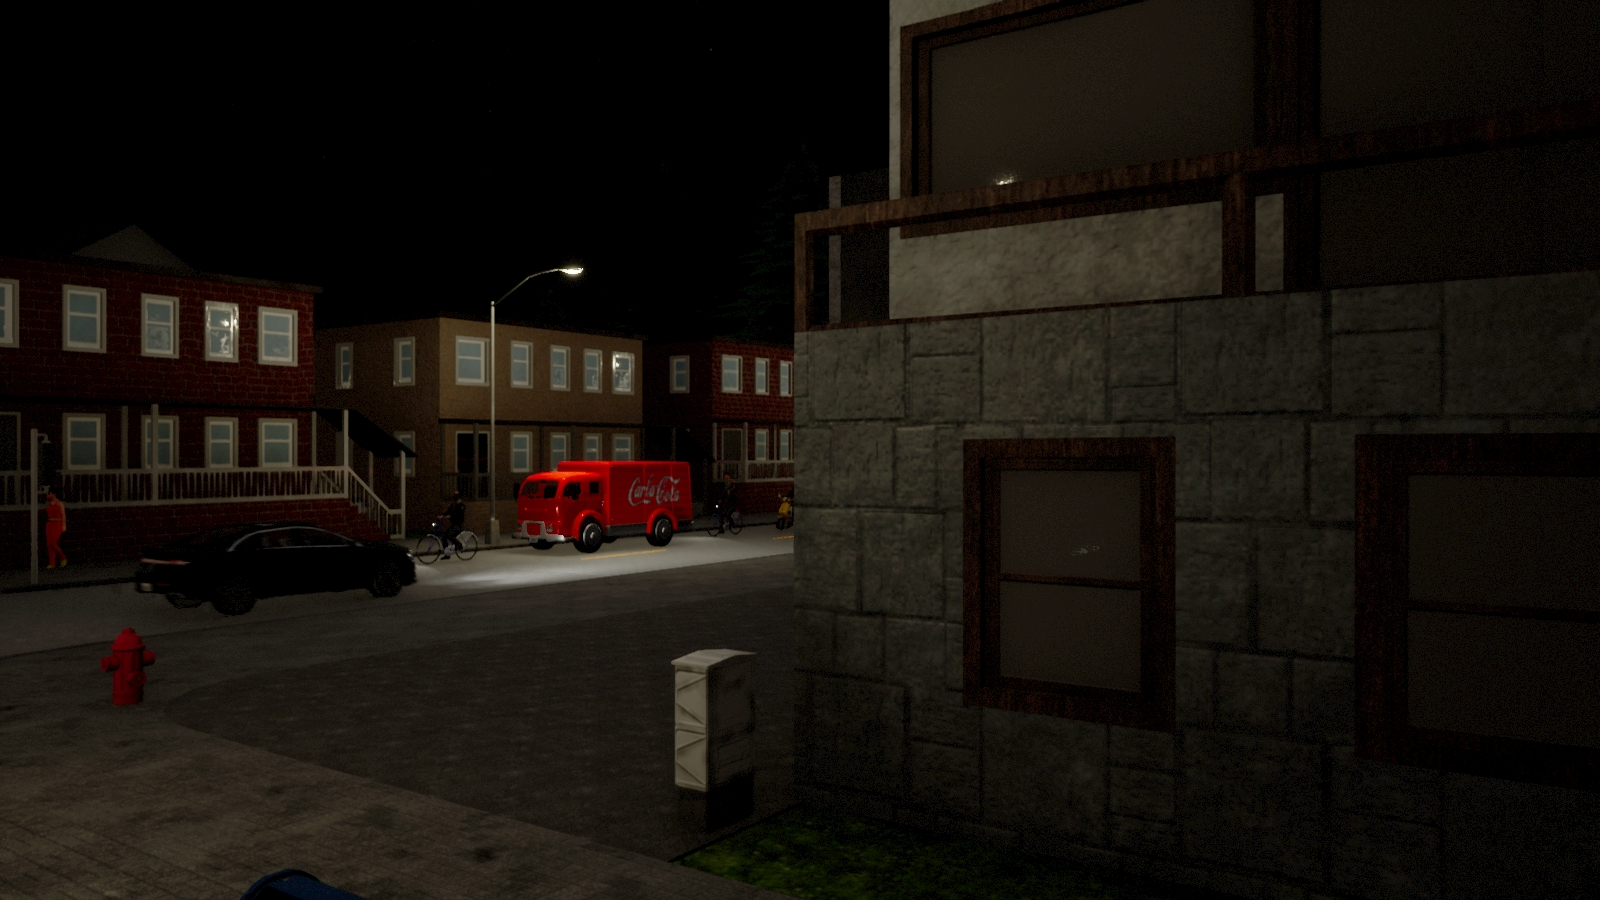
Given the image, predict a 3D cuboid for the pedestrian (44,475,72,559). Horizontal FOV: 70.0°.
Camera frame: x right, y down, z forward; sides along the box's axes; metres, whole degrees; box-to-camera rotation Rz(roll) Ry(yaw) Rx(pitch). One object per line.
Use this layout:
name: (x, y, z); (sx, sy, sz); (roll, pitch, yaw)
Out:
pedestrian: (-16.669, 1.504, 25.673); (0.375, 1.860, 0.375); (0, 0, 20)

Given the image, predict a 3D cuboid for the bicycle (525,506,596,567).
bicycle: (-5.412, 1.932, 25.905); (0.329, 1.271, 1.835); (0, 0, 35)

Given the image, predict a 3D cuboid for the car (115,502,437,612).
car: (-9.318, 1.819, 20.746); (2.128, 1.511, 4.902); (0, 0, 36)

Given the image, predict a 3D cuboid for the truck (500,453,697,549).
truck: (-5.626, 1.338, 32.646); (2.627, 2.467, 5.204); (0, 0, 35)

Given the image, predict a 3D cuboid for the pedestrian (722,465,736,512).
pedestrian: (-2.814, 1.512, 45.255); (0.375, 1.860, 0.375); (0, 0, -41)
